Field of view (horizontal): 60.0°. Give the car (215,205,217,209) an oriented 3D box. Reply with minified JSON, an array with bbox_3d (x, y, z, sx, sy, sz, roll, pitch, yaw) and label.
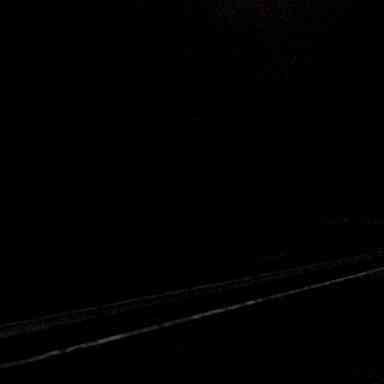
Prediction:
[{"bbox_3d":[1.883,2.387,53.429,4.674,1.442,1.812,-1,-1,41],"label":"car"}]
